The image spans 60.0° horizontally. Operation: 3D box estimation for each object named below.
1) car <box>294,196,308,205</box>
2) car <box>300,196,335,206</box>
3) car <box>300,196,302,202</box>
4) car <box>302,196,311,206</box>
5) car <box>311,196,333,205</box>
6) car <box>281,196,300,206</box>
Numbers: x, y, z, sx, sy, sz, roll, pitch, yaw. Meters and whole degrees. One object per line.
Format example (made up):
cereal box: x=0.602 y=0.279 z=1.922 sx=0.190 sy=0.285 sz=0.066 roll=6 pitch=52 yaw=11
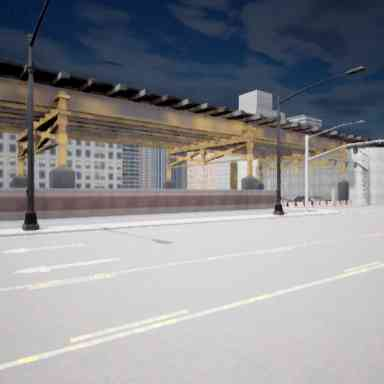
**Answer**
car: x=16.426 y=1.253 z=50.238 sx=1.853 sy=1.218 sz=4.536 roll=0 pitch=0 yaw=18
car: x=20.320 y=1.411 z=53.948 sx=4.974 sy=1.542 sz=2.038 roll=0 pitch=0 yaw=-7
car: x=12.665 y=1.410 z=47.504 sx=4.974 sy=1.542 sz=2.038 roll=0 pitch=0 yaw=8
car: x=16.410 y=1.410 z=50.188 sx=2.038 sy=1.542 sz=4.974 roll=0 pitch=0 yaw=18
car: x=20.269 y=1.254 z=53.941 sx=4.536 sy=1.218 sz=1.853 roll=0 pitch=0 yaw=-7
car: x=12.613 y=1.252 z=47.510 sx=4.536 sy=1.218 sz=1.853 roll=0 pitch=0 yaw=8
